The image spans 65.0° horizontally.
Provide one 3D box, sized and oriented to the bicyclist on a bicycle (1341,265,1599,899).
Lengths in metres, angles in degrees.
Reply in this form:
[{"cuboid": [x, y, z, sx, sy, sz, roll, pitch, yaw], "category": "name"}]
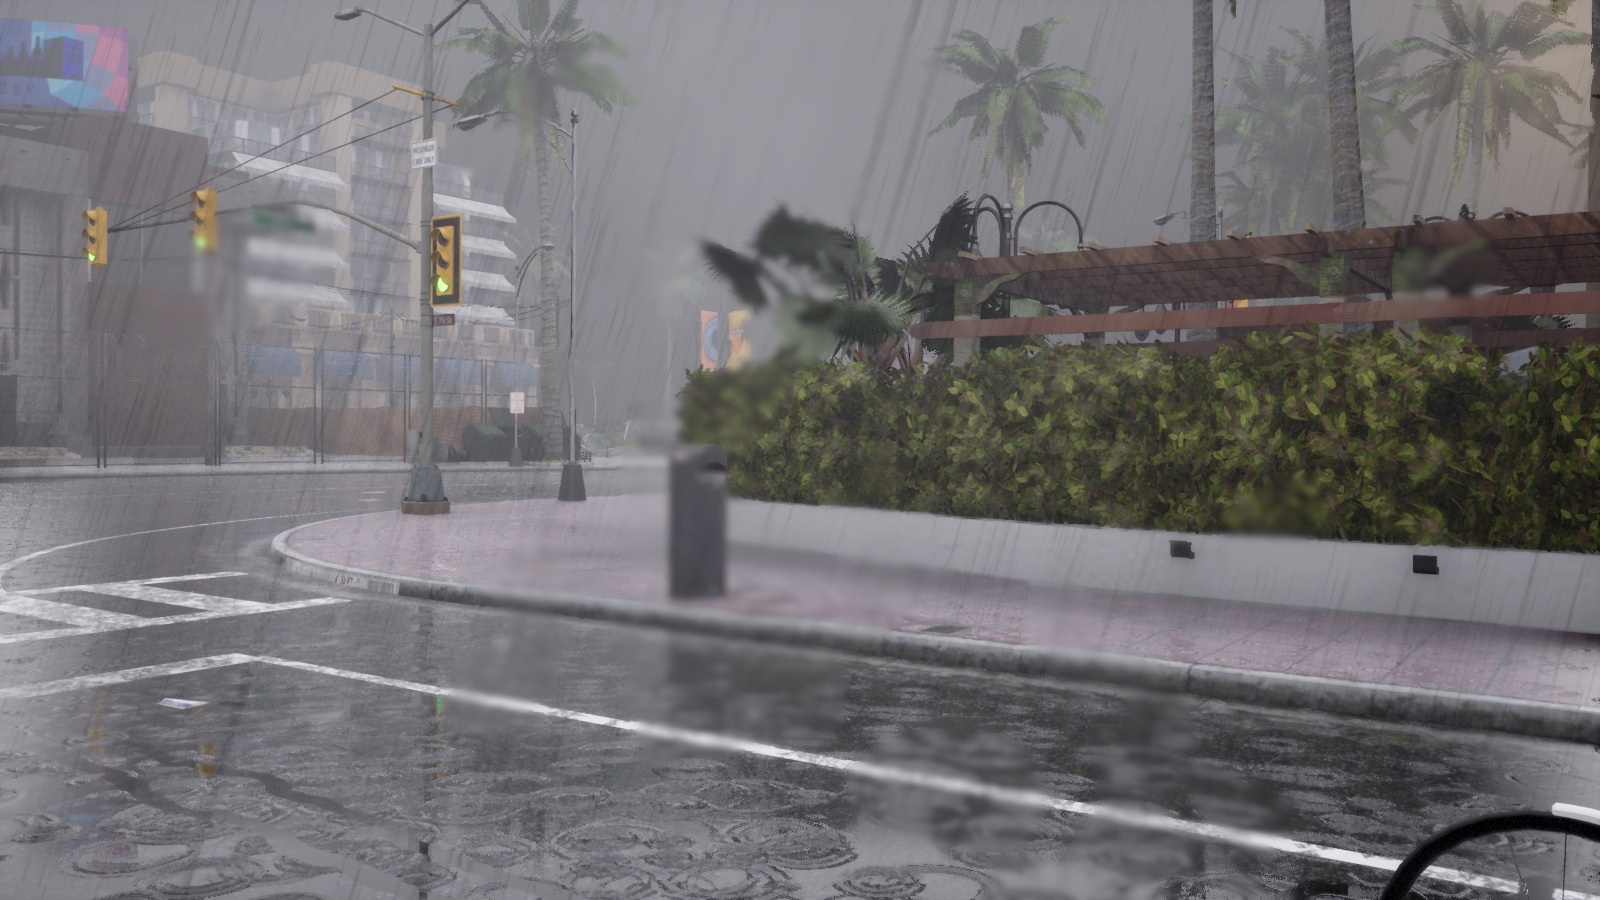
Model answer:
[{"cuboid": [2.029, 0.553, 2.267, 1.843, 1.776, 0.659, 0, 1, 34], "category": "bicyclist on a bicycle"}]
